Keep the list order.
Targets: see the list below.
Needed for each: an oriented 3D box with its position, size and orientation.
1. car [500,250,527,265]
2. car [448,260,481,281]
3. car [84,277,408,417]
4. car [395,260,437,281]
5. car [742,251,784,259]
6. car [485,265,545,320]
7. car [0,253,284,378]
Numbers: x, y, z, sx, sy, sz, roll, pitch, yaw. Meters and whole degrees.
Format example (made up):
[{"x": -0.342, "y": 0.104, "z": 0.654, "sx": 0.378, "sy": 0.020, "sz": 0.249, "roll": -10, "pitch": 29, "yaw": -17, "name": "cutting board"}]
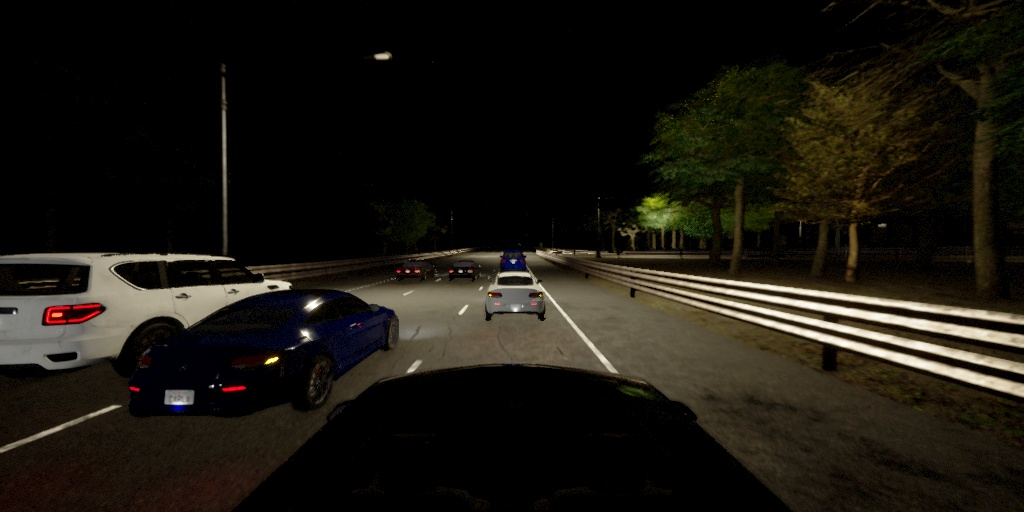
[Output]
[{"x": 0.099, "y": 0.510, "z": 31.599, "sx": 2.150, "sy": 2.045, "sz": 5.566, "roll": 0, "pitch": 2, "yaw": 0, "name": "car"}, {"x": -3.397, "y": 0.995, "z": 26.184, "sx": 2.033, "sy": 1.411, "sz": 5.357, "roll": 0, "pitch": 2, "yaw": 0, "name": "car"}, {"x": -3.387, "y": 1.268, "z": 5.959, "sx": 1.812, "sy": 1.442, "sz": 4.674, "roll": 0, "pitch": 0, "yaw": 0, "name": "car"}, {"x": -6.902, "y": 0.994, "z": 26.211, "sx": 2.033, "sy": 1.411, "sz": 5.357, "roll": 0, "pitch": 2, "yaw": 0, "name": "car"}, {"x": 33.033, "y": -0.364, "z": 47.141, "sx": 1.812, "sy": 1.442, "sz": 4.674, "roll": -1, "pitch": 1, "yaw": -40, "name": "car"}, {"x": 0.099, "y": 1.227, "z": 12.344, "sx": 1.812, "sy": 1.442, "sz": 4.674, "roll": 0, "pitch": 1, "yaw": 0, "name": "car"}, {"x": -6.900, "y": 0.959, "z": 7.437, "sx": 2.150, "sy": 2.045, "sz": 5.566, "roll": 0, "pitch": 0, "yaw": 0, "name": "car"}]
